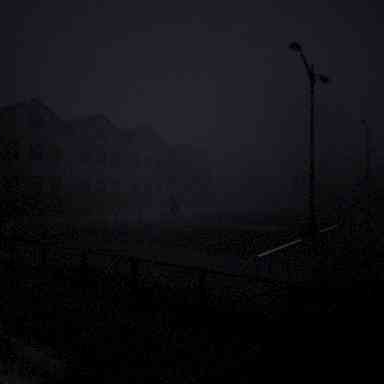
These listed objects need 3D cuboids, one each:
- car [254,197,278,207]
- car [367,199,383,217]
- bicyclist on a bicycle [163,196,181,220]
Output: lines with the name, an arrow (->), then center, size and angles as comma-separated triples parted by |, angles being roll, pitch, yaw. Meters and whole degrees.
car -> 10.442, 1.356, 46.685 | 2.033, 1.411, 5.357 | 0, 0, 32
car -> 15.429, 1.298, 26.810 | 2.007, 1.523, 4.514 | 0, 0, 35
bicyclist on a bicycle -> -1.393, 1.109, 23.058 | 1.656, 1.620, 0.582 | 0, 0, 35
